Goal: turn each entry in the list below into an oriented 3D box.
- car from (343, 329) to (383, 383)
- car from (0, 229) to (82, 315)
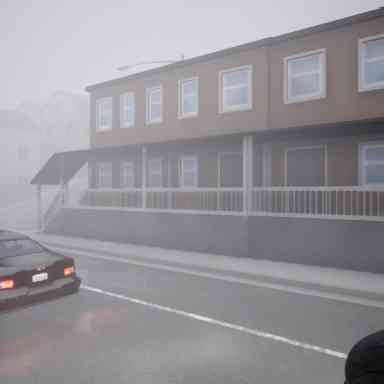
[{"bbox_3d":[3.417,1.478,1.551,5.008,1.535,1.882,0,0,35],"label":"car"},{"bbox_3d":[-4.709,1.546,7.320,5.357,1.411,2.033,0,0,36],"label":"car"}]
